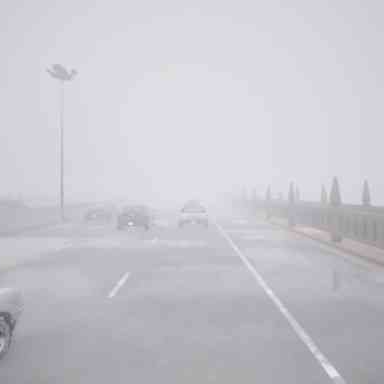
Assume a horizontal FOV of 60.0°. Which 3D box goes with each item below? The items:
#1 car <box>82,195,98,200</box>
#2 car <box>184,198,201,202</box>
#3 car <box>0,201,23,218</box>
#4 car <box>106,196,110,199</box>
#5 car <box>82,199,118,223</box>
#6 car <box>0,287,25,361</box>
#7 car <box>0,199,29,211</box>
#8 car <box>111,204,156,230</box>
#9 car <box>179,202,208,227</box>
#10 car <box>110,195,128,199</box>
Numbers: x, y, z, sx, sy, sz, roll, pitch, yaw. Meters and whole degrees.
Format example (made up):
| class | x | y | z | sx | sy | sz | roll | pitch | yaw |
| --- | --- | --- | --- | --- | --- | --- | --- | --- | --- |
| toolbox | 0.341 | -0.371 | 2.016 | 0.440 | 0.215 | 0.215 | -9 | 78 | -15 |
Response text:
| class | x | y | z | sx | sy | sz | roll | pitch | yaw |
| --- | --- | --- | --- | --- | --- | --- | --- | --- | --- |
| car | -20.755 | 1.359 | 67.599 | 2.097 | 1.767 | 4.553 | 0 | 0 | 2 |
| car | 0.075 | 1.508 | 41.531 | 1.837 | 1.490 | 4.892 | 0 | 0 | 0 |
| car | -17.613 | 1.565 | 30.597 | 1.994 | 1.385 | 4.181 | 0 | 0 | 0 |
| car | -17.147 | 1.504 | 71.390 | 1.837 | 1.490 | 4.892 | 0 | 0 | 2 |
| car | -6.916 | 1.527 | 25.806 | 1.812 | 1.442 | 4.674 | 0 | 0 | 0 |
| car | -3.403 | 1.601 | 2.799 | 1.895 | 1.301 | 4.718 | 0 | 0 | 0 |
| car | -14.112 | 1.353 | 24.886 | 2.097 | 1.767 | 4.553 | 0 | 0 | 0 |
| car | -3.413 | 1.506 | 20.872 | 1.837 | 1.490 | 4.892 | 0 | 0 | 0 |
| car | 0.084 | 1.603 | 22.977 | 1.895 | 1.301 | 4.718 | 0 | 0 | 0 |
| car | -13.836 | 1.358 | 64.651 | 2.097 | 1.767 | 4.553 | 0 | 0 | 2 |
